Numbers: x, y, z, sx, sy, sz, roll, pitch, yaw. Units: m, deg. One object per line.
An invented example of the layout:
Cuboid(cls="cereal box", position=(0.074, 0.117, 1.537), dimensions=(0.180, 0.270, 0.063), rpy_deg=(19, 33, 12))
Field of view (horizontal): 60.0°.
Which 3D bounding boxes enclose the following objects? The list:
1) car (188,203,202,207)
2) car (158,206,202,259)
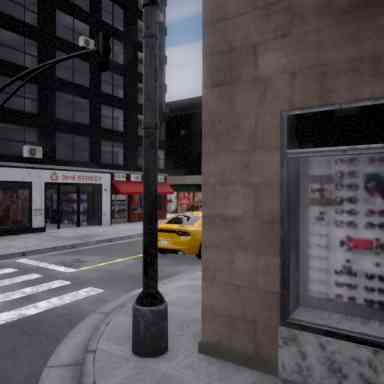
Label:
Cuboid(cls="car", position=(0.571, 1.372, 18.199), dimensions=(2.097, 1.767, 4.553), rpy_deg=(0, 0, 33))
Cuboid(cls="car", position=(0.465, 1.500, 12.860), dimensions=(1.882, 1.535, 5.008), rpy_deg=(0, 0, 33))
